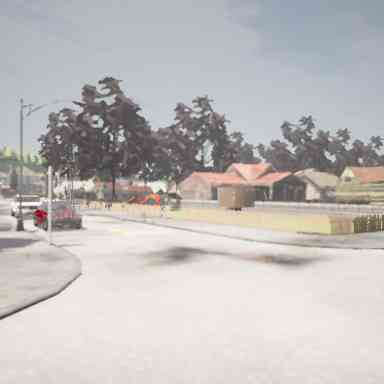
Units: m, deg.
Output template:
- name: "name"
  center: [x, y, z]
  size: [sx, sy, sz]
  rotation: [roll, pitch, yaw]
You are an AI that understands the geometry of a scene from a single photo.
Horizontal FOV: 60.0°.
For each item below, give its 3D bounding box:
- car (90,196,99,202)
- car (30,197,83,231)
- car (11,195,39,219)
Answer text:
- name: "car"
  center: [-22.564, 1.555, 75.072]
  size: [1.994, 1.381, 4.181]
  rotation: [1, 0, -36]
- name: "car"
  center: [-8.565, 1.406, 21.185]
  size: [2.097, 1.767, 4.553]
  rotation: [1, 0, -36]
- name: "car"
  center: [-14.696, 1.276, 29.795]
  size: [2.150, 2.045, 5.566]
  rotation: [1, 0, -35]
